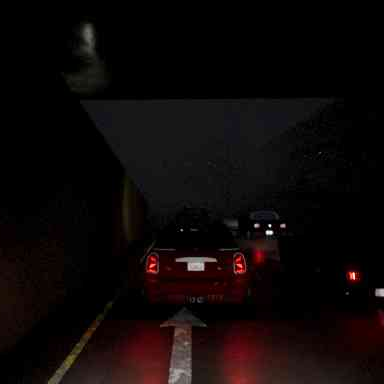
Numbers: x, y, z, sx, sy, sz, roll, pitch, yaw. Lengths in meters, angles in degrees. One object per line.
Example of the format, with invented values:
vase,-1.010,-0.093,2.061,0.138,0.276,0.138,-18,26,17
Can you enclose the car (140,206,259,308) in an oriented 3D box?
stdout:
car,0.079,1.350,8.055,2.097,1.767,4.553,0,0,0

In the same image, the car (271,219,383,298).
car,3.603,1.599,8.471,1.895,1.301,4.718,0,0,0

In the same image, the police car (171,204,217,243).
police car,0.087,1.500,17.180,2.038,1.542,4.974,0,0,0

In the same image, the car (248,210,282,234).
car,3.591,1.597,17.628,1.895,1.301,4.718,0,0,0

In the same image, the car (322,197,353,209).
car,17.553,1.286,39.987,1.853,1.218,4.536,0,0,45

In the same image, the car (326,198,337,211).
car,17.414,1.445,35.343,2.038,1.542,4.974,0,0,-35

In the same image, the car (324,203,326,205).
car,17.516,1.444,39.950,2.038,1.542,4.974,0,0,45
